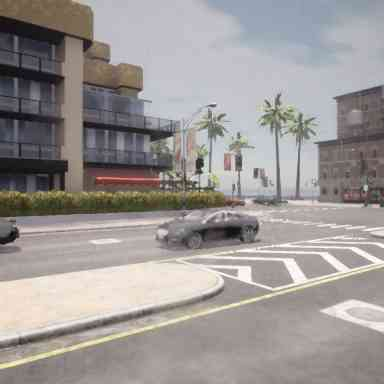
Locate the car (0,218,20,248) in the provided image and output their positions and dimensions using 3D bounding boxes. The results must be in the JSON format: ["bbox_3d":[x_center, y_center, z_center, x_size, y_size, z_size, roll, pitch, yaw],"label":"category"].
[{"bbox_3d":[-8.861,1.492,11.800,4.902,1.511,2.128,0,0,-35],"label":"car"}]

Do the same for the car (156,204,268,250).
[{"bbox_3d":[0.794,1.491,14.357,4.902,1.511,2.128,0,0,-35],"label":"car"}]

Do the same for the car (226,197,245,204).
[{"bbox_3d":[6.106,1.478,51.220,1.882,1.535,5.008,0,0,-35],"label":"car"}]

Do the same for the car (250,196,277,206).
[{"bbox_3d":[11.906,1.505,55.473,1.837,1.490,4.892,0,0,-35],"label":"car"}]
